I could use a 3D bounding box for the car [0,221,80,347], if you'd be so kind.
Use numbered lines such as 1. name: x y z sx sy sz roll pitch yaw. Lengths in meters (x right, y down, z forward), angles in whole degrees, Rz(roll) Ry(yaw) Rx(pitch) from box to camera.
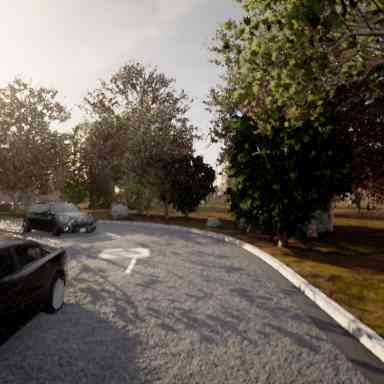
1. car: -3.399 1.459 4.738 1.882 1.535 5.008 0 0 -1

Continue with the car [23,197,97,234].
1. car: -7.060 1.310 17.655 4.553 1.767 2.097 -1 -1 39
